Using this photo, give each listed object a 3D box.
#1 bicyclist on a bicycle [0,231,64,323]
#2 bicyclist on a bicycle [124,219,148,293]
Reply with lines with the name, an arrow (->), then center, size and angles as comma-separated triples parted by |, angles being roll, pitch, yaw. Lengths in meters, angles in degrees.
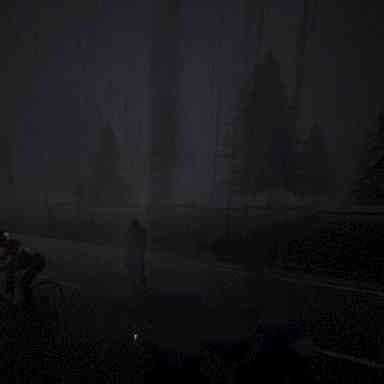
bicyclist on a bicycle -> -2.963, 1.454, 5.535 | 1.656, 1.620, 0.582 | -2, 1, -43
bicyclist on a bicycle -> -1.320, 1.451, 7.930 | 0.582, 1.620, 1.656 | 0, 0, 1
